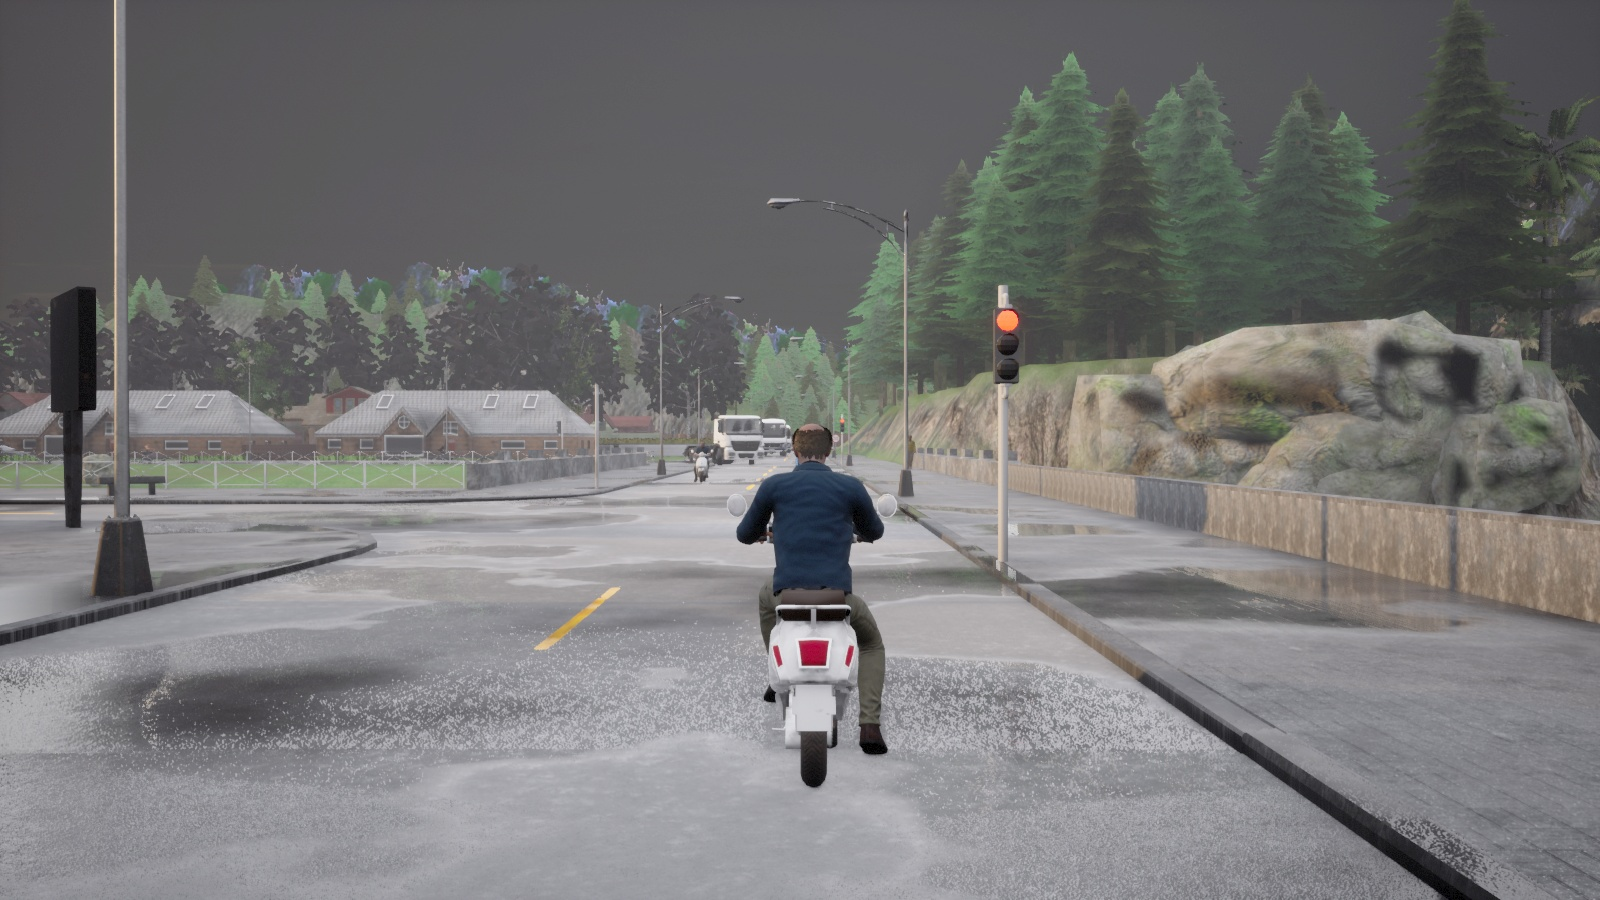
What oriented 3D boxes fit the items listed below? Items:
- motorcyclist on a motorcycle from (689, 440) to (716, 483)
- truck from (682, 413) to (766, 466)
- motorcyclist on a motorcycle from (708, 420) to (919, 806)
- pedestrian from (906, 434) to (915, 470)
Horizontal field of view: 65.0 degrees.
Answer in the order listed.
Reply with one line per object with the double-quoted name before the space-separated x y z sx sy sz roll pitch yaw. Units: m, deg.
"motorcyclist on a motorcycle" -3.717 0.426 48.000 0.866 1.590 1.817 0 0 0
"truck" -5.318 -0.725 86.062 2.891 3.462 7.936 0 0 -27
"motorcyclist on a motorcycle" 0.059 0.666 6.070 0.866 1.590 1.817 0 0 0
"pedestrian" 5.698 0.094 65.021 0.370 1.835 0.726 0 0 -2
